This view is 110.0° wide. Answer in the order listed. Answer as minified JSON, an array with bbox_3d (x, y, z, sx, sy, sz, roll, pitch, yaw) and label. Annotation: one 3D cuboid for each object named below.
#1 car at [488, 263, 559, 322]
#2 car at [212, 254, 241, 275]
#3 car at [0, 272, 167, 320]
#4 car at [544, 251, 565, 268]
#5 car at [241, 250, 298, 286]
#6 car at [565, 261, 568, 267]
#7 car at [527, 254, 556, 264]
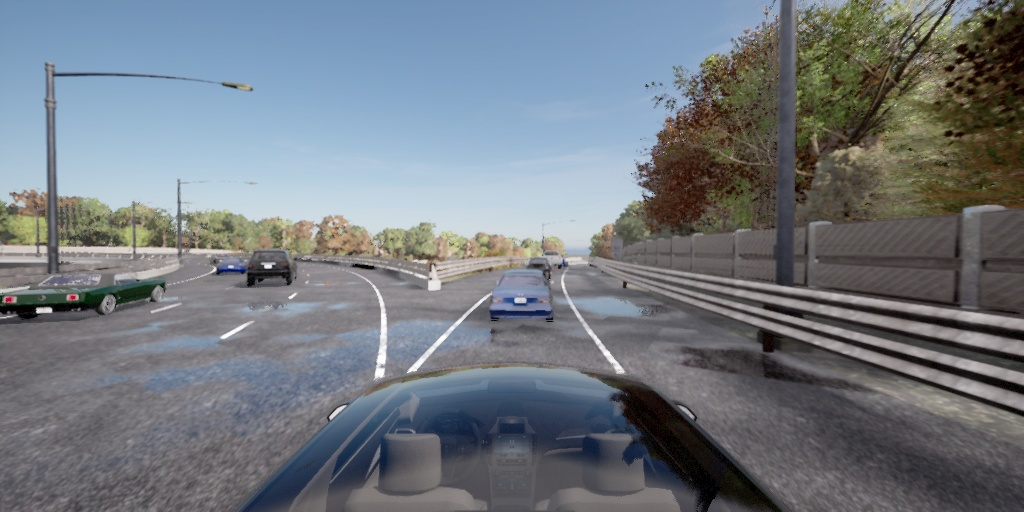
[{"bbox_3d":[0.402,1.139,11.621,2.033,1.411,5.357,0,1,4],"label":"car"},{"bbox_3d":[-23.901,0.815,30.737,1.994,1.385,4.181,-1,1,-34],"label":"car"},{"bbox_3d":[-13.706,1.168,11.908,1.895,1.301,4.718,0,1,-22],"label":"car"},{"bbox_3d":[4.919,0.432,43.280,2.150,2.045,5.566,0,0,10],"label":"car"},{"bbox_3d":[-14.492,0.628,21.875,2.150,2.045,5.566,0,1,-27],"label":"car"},{"bbox_3d":[7.490,0.942,56.861,1.882,1.535,5.008,0,-2,11],"label":"car"},{"bbox_3d":[2.104,0.853,26.962,1.837,1.490,4.892,0,1,9],"label":"car"}]
